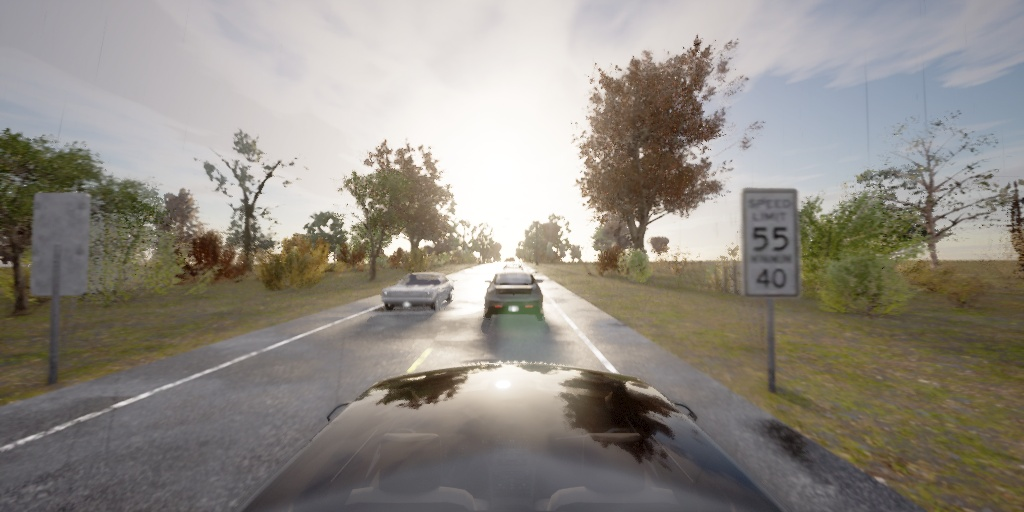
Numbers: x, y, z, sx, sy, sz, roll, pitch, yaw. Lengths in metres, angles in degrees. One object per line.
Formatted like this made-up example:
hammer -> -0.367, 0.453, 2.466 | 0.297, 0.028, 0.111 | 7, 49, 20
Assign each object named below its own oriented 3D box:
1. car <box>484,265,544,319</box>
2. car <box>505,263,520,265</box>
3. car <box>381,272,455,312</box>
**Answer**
car -> 0.065, 1.248, 12.671 | 1.837, 1.490, 4.892 | 0, 0, 0
car -> 0.093, 1.360, 34.353 | 1.895, 1.301, 4.718 | 0, 0, 0
car -> -3.564, 1.343, 14.375 | 1.895, 1.301, 4.718 | 0, 0, 0
